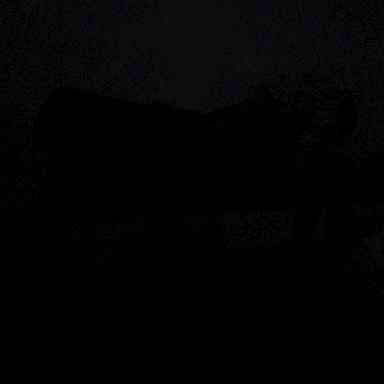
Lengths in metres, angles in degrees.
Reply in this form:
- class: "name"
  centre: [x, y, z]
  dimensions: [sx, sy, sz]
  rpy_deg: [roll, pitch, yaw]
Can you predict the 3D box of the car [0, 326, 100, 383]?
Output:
- class: "car"
  centre: [-2.711, 1.514, 1.136]
  dimensions: [4.892, 1.490, 1.837]
  rpy_deg: [0, 0, -36]
